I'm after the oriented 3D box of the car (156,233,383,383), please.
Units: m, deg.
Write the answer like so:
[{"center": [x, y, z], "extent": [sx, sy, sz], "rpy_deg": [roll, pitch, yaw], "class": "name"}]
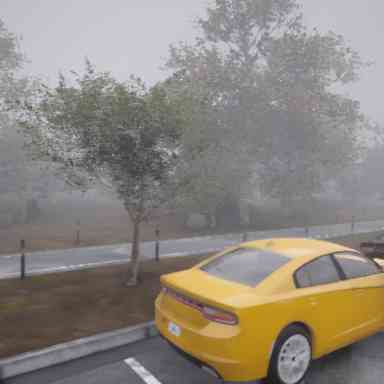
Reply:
[{"center": [1.856, 1.496, 5.377], "extent": [5.008, 1.535, 2.097], "rpy_deg": [0, 0, -33], "class": "car"}]
